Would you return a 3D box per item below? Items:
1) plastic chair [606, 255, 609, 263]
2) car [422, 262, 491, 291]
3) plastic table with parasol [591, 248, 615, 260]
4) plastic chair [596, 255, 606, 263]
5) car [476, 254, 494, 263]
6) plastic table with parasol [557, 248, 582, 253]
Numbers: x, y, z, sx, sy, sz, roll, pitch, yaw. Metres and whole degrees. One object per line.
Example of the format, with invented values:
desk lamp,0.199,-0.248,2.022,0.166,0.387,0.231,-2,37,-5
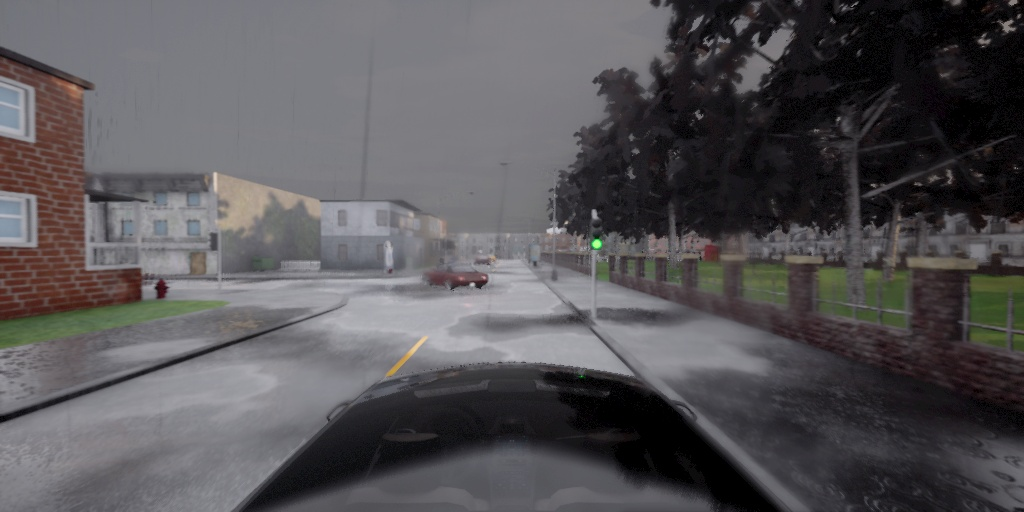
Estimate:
plastic chair,16.016,0.550,58.345,0.750,1.272,0.730,0,0,-40
car,-3.257,1.119,19.709,1.895,1.301,4.718,0,1,-35
plastic table with parasol,15.283,-0.065,59.343,2.482,2.480,2.482,0,0,-40
plastic chair,14.310,0.559,58.441,0.730,1.272,0.750,0,0,-35
car,-4.058,0.590,50.947,1.882,1.535,5.008,0,1,0
plastic table with parasol,9.963,-0.107,62.081,2.482,2.480,2.482,0,0,-40
